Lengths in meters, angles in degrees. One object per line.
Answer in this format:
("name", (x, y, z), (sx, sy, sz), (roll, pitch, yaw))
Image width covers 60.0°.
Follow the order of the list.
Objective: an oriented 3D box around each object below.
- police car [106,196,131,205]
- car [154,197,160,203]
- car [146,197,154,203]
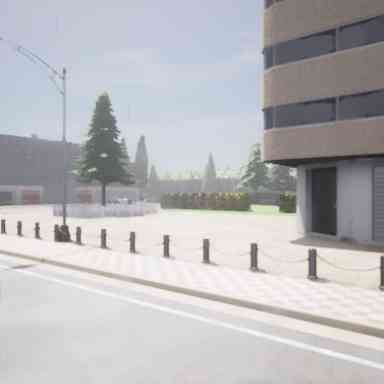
("police car", (-13.259, 1.548, 59.263), (2.038, 1.542, 4.974), (0, 0, 36))
("car", (-4.586, 1.546, 65.349), (2.128, 1.511, 4.902), (0, 0, 36))
("car", (-7.429, 1.626, 67.389), (1.994, 1.385, 4.181), (0, 0, 36))
